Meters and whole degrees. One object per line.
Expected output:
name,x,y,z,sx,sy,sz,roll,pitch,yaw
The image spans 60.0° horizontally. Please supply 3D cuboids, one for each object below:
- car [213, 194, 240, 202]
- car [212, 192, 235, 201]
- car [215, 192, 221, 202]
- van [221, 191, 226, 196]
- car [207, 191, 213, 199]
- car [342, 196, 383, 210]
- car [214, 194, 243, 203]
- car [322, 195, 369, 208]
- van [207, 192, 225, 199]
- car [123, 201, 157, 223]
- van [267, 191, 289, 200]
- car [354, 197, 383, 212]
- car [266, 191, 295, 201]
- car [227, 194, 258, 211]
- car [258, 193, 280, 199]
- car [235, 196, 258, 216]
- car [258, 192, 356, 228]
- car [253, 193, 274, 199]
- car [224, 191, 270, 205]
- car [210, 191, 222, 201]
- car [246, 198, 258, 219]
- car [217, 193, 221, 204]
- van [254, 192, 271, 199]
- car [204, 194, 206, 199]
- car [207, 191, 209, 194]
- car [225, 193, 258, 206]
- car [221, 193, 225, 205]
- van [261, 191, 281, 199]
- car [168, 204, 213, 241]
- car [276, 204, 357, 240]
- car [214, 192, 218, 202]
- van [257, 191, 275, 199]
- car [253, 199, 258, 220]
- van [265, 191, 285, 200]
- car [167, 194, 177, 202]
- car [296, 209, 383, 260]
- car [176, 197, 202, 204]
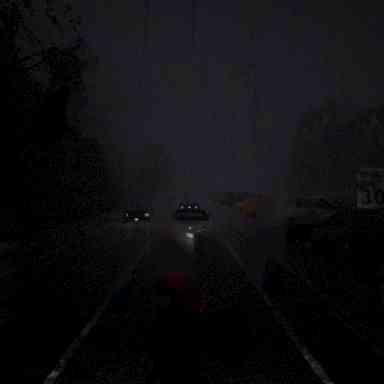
car,6.437,1.121,62.061,4.892,1.521,2.231,0,0,0
car,6.389,0.974,67.613,4.553,1.767,2.185,0,0,0
car,6.460,1.188,50.957,4.792,1.488,2.163,0,0,0
van,6.629,0.952,45.404,4.442,1.987,1.878,0,0,0
car,6.247,1.107,64.837,5.366,1.575,1.946,0,0,0
car,19.656,1.234,37.079,4.792,1.488,2.163,0,0,0
car,6.461,1.130,59.285,4.892,1.521,2.231,0,0,0
car,19.609,1.177,42.616,5.008,1.535,2.097,0,0,0
van,6.223,0.881,87.029,4.442,1.987,1.878,0,-1,0
car,-3.638,1.368,24.279,2.033,1.411,5.357,0,0,-1
van,19.582,0.835,75.983,4.442,1.987,1.878,0,0,0
car,19.667,1.255,34.440,4.792,1.488,2.163,0,1,0
car,19.449,0.819,73.212,5.566,2.045,2.435,0,0,0
car,6.384,1.261,31.655,5.366,1.575,1.946,0,1,0
car,19.437,1.059,84.149,5.008,1.535,2.097,0,-1,0
car,6.407,1.327,25.982,5.366,1.575,1.946,0,1,0
car,6.655,1.180,17.652,5.566,2.045,2.435,0,1,0
car,19.225,1.126,89.686,5.366,1.575,1.946,0,-1,0
car,6.567,1.074,39.855,4.553,1.767,2.185,0,0,0
car,6.281,1.136,56.509,5.366,1.575,1.946,0,0,0
car,6.611,1.365,23.207,4.892,1.521,2.231,0,1,0
car,6.472,1.197,48.181,4.792,1.488,2.163,0,0,0
van,19.515,0.938,92.461,4.442,1.987,1.878,0,-1,0
car,6.391,0.800,81.494,5.566,2.045,2.435,0,0,0
car,6.392,1.081,73.166,5.008,1.535,2.097,0,0,0
car,6.541,1.216,37.076,4.892,1.521,2.231,0,1,0
car,6.553,1.217,42.628,4.792,1.488,2.163,0,0,0
van,19.326,0.816,81.530,4.442,1.987,1.878,0,0,0
car,-0.096,1.481,15.831,1.895,1.301,4.718,0,0,-1
car,6.644,1.465,14.879,5.008,1.535,2.097,0,1,0
car,6.449,1.178,53.733,4.792,1.488,2.163,0,0,0
van,19.304,0.868,86.921,4.442,1.987,1.878,0,-1,0
car,6.801,1.395,20.432,5.366,1.575,1.946,0,1,0
van,19.571,0.825,78.628,4.442,1.987,1.878,0,0,0
car,-3.866,1.157,66.228,2.033,1.411,5.357,0,0,0
car,6.621,1.529,12.103,4.792,1.488,2.163,0,1,0
car,-0.260,1.374,31.456,1.895,1.301,4.718,0,0,-1
